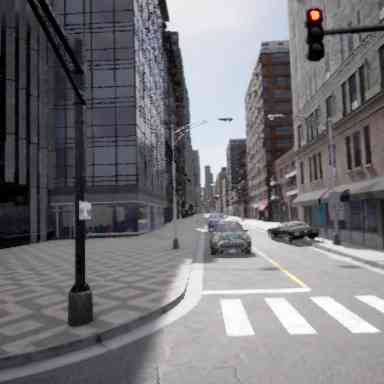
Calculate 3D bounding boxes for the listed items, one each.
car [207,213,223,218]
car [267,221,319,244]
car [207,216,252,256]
[{"bbox_3d":[3.062,3.680,41.322,2.150,2.045,5.566,-2,-4,3],"label":"car"},{"bbox_3d":[6.886,2.749,23.273,1.895,1.301,4.718,-7,-3,-8],"label":"car"},{"bbox_3d":[2.062,2.444,18.561,2.097,1.767,4.553,-2,-3,2],"label":"car"}]
